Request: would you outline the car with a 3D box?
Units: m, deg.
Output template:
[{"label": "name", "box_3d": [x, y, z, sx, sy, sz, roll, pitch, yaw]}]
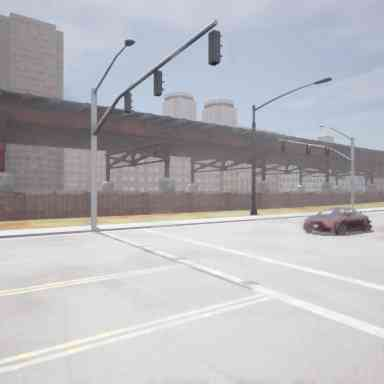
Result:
[{"label": "car", "box_3d": [8.000, 1.563, 18.279, 4.181, 1.385, 1.994, 0, 0, -35]}]
